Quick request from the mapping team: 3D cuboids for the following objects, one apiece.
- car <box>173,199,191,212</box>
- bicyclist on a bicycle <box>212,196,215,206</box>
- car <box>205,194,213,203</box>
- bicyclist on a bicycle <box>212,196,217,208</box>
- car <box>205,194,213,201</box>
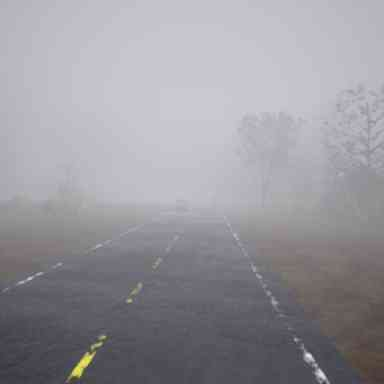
[{"bbox_3d":[-1.141,1.593,39.439,1.837,1.490,4.892,0,-1,3],"label":"car"},{"bbox_3d":[3.784,1.592,58.157,0.582,1.620,1.656,-1,0,3],"label":"bicyclist on a bicycle"},{"bbox_3d":[3.966,1.711,76.524,1.812,1.442,4.674,0,0,3],"label":"car"},{"bbox_3d":[3.369,1.557,49.883,0.866,1.612,1.509,0,0,3],"label":"bicyclist on a bicycle"},{"bbox_3d":[4.706,1.391,90.468,2.097,1.767,4.553,0,0,3],"label":"car"}]
